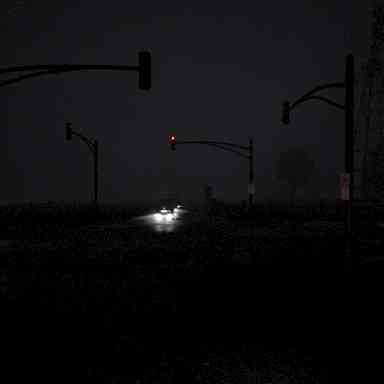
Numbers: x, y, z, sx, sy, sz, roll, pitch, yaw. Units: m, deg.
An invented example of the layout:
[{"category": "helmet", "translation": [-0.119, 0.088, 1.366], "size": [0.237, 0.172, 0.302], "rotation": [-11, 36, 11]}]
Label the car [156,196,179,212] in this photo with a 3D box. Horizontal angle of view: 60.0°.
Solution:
[{"category": "car", "translation": [-2.961, 1.486, 37.661], "size": [2.128, 1.511, 4.902], "rotation": [0, 0, -1]}]

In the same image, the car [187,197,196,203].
[{"category": "car", "translation": [-0.175, 1.599, 68.023], "size": [1.895, 1.301, 4.718], "rotation": [0, 0, 0]}]

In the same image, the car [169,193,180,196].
[{"category": "car", "translation": [-3.060, 1.218, 57.828], "size": [2.150, 2.045, 5.566], "rotation": [0, 0, 0]}]

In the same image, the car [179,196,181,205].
[{"category": "car", "translation": [-3.013, 1.596, 47.477], "size": [1.895, 1.301, 4.718], "rotation": [0, 0, 0]}]
